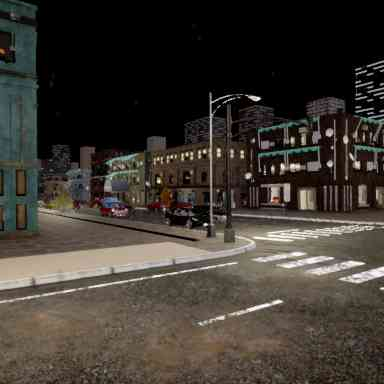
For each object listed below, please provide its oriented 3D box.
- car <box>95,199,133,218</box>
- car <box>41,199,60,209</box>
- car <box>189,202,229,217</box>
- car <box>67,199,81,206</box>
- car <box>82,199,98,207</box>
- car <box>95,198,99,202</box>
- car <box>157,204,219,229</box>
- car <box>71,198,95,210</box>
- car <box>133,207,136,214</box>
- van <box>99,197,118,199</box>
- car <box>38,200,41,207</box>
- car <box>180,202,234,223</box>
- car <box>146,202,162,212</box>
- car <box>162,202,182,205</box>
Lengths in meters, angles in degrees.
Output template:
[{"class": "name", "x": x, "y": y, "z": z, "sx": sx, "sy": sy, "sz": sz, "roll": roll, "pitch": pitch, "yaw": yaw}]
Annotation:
[{"class": "car", "x": -8.289, "y": 1.846, "z": 35.183, "sx": 1.967, "sy": 1.590, "sz": 4.097, "roll": -1, "pitch": 0, "yaw": -35}, {"class": "car", "x": -24.185, "y": 2.233, "z": 57.628, "sx": 1.752, "sy": 1.417, "sz": 4.829, "roll": -1, "pitch": 0, "yaw": -35}, {"class": "car", "x": 1.751, "y": 1.810, "z": 35.512, "sx": 2.008, "sy": 1.369, "sz": 4.403, "roll": -2, "pitch": 0, "yaw": -35}, {"class": "car", "x": -27.043, "y": 2.364, "z": 76.163, "sx": 1.947, "sy": 1.339, "sz": 4.313, "roll": -1, "pitch": 0, "yaw": -35}, {"class": "car", "x": -20.645, "y": 2.228, "z": 67.129, "sx": 1.887, "sy": 1.381, "sz": 4.507, "roll": -1, "pitch": 0, "yaw": -35}, {"class": "car", "x": -17.451, "y": 1.940, "z": 62.612, "sx": 2.192, "sy": 1.841, "sz": 5.009, "roll": -1, "pitch": 0, "yaw": -35}, {"class": "car", "x": -0.364, "y": 1.815, "z": 23.789, "sx": 1.947, "sy": 1.339, "sz": 4.313, "roll": -1, "pitch": 0, "yaw": -35}, {"class": "car", "x": -17.678, "y": 1.963, "z": 53.107, "sx": 2.097, "sy": 1.767, "sz": 4.553, "roll": -1, "pitch": 0, "yaw": -35}, {"class": "car", "x": -8.390, "y": 1.986, "z": 39.833, "sx": 1.994, "sy": 1.385, "sz": 4.181, "roll": -1, "pitch": 0, "yaw": -36}, {"class": "van", "x": -14.251, "y": 1.907, "z": 58.096, "sx": 1.690, "sy": 1.788, "sz": 3.998, "roll": -1, "pitch": 0, "yaw": -35}, {"class": "car", "x": -30.682, "y": 2.376, "z": 66.802, "sx": 2.008, "sy": 1.369, "sz": 4.403, "roll": -1, "pitch": 0, "yaw": -35}, {"class": "car", "x": 1.262, "y": 1.759, "z": 26.201, "sx": 1.812, "sy": 1.442, "sz": 4.674, "roll": -1, "pitch": 0, "yaw": -35}, {"class": "car", "x": -4.646, "y": 1.966, "z": 44.545, "sx": 1.802, "sy": 1.307, "sz": 4.206, "roll": -1, "pitch": 0, "yaw": -35}, {"class": "car", "x": -1.448, "y": 1.904, "z": 40.029, "sx": 1.802, "sy": 1.307, "sz": 4.206, "roll": -2, "pitch": 0, "yaw": -35}]
